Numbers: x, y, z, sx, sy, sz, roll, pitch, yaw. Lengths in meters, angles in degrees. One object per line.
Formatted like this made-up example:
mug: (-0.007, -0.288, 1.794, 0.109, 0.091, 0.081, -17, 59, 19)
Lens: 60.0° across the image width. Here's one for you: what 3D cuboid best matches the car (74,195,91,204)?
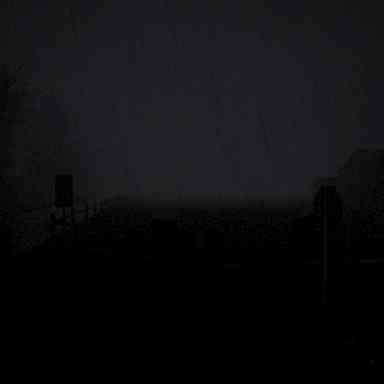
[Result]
car: (-16.534, 1.108, 50.390, 1.994, 1.385, 4.181, 0, 1, -9)
